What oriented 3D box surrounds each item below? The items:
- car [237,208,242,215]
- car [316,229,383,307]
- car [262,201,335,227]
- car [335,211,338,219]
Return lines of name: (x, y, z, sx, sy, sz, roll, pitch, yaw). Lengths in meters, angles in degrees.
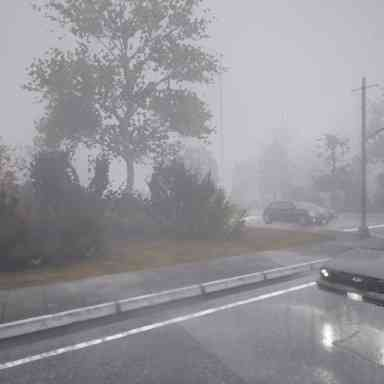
car: (3.472, 1.774, 33.691, 1.994, 1.385, 4.181, 0, -1, -42)
car: (5.172, 1.545, 7.691, 5.357, 1.411, 2.033, 0, 0, -36)
car: (7.282, 1.420, 23.617, 2.097, 1.767, 4.553, 0, -1, -38)
car: (9.182, 1.587, 26.862, 1.837, 1.490, 4.892, 0, -1, -42)
